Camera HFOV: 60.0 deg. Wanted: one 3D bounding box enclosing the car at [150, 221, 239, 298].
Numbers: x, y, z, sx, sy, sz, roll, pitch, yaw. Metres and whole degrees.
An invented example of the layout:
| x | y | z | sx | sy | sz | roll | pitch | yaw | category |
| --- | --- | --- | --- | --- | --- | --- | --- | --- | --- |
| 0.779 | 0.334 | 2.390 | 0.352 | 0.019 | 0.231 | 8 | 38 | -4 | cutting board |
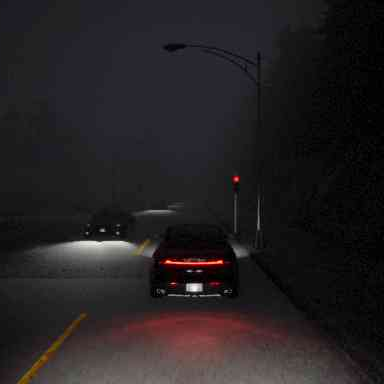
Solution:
| x | y | z | sx | sy | sz | roll | pitch | yaw | category |
| --- | --- | --- | --- | --- | --- | --- | --- | --- | --- |
| 0.061 | 1.505 | 8.523 | 1.837 | 1.490 | 4.892 | 0 | 0 | 0 | car |

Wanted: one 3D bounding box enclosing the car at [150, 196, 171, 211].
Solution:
| x | y | z | sx | sy | sz | roll | pitch | yaw | category |
| --- | --- | --- | --- | --- | --- | --- | --- | --- | --- |
| -4.086 | 1.564 | 41.601 | 1.994 | 1.385 | 4.181 | 0 | 0 | 0 | car |

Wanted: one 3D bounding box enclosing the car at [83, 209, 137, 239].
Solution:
| x | y | z | sx | sy | sz | roll | pitch | yaw | category |
| --- | --- | --- | --- | --- | --- | --- | --- | --- | --- |
| -4.097 | 1.564 | 17.187 | 1.994 | 1.385 | 4.181 | 0 | 0 | 0 | car |

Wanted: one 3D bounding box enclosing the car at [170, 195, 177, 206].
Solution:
| x | y | z | sx | sy | sz | roll | pitch | yaw | category |
| --- | --- | --- | --- | --- | --- | --- | --- | --- | --- |
| -4.072 | 1.478 | 56.118 | 1.882 | 1.535 | 5.008 | 0 | 0 | 0 | car |
